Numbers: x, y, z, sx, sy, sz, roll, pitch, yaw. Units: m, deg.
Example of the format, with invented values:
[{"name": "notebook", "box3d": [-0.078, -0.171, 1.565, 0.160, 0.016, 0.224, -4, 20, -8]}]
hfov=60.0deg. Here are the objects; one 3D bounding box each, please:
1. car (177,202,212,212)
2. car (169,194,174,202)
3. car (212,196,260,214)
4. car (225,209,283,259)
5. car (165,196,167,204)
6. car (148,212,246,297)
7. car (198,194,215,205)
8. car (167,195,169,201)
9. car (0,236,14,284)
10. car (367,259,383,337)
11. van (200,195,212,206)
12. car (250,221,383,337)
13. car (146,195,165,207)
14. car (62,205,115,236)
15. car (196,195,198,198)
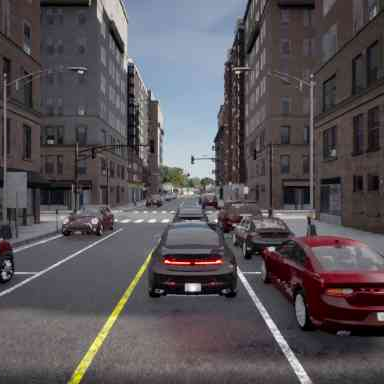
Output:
[{"name": "car", "box3d": [-0.057, 1.504, 17.950, 1.837, 1.490, 4.892, 0, 0, 0]}, {"name": "car", "box3d": [-5.929, 1.536, 78.099, 1.887, 1.381, 4.507, 0, 0, 0]}, {"name": "car", "box3d": [2.519, 1.314, 18.077, 2.192, 1.841, 5.009, 0, 0, 0]}, {"name": "car", "box3d": [2.558, 1.550, 12.395, 2.008, 1.369, 4.403, 0, 0, 0]}, {"name": "car", "box3d": [-5.790, 1.561, 56.084, 1.947, 1.339, 4.313, 0, 0, 0]}, {"name": "car", "box3d": [0.015, 1.505, 8.534, 1.837, 1.490, 4.892, 0, 0, 0]}, {"name": "car", "box3d": [2.401, 1.311, 45.133, 2.192, 1.841, 5.009, 0, 0, 0]}, {"name": "car", "box3d": [-5.824, 1.545, 61.588, 2.008, 1.369, 4.403, 0, 0, 0]}, {"name": "car", "box3d": [-5.429, 1.440, 6.658, 1.967, 1.590, 4.097, 0, 0, 0]}, {"name": "car", "box3d": [2.634, 1.440, 1.031, 1.967, 1.590, 4.097, 0, 0, 0]}, {"name": "van", "box3d": [2.318, 1.336, 56.140, 1.690, 1.788, 3.998, 0, 0, 0]}, {"name": "car", "box3d": [2.596, 1.544, 6.713, 1.887, 1.381, 4.507, 0, 0, 0]}, {"name": "car", "box3d": [-5.755, 1.311, 50.581, 2.192, 1.841, 5.009, 0, 0, 0]}, {"name": "car", "box3d": [-5.505, 1.439, 18.022, 1.967, 1.590, 4.097, 0, 0, 0]}, {"name": "car", "box3d": [2.277, 1.309, 61.644, 2.192, 1.841, 5.009, 0, 0, 0]}]
